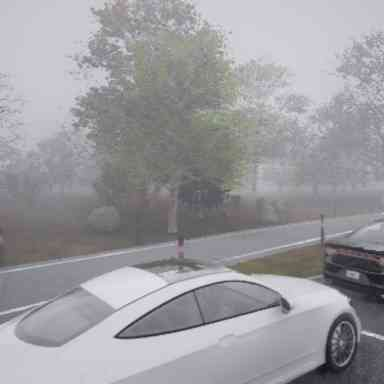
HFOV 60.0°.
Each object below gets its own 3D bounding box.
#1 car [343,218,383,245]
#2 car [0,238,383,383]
[{"bbox_3d":[5.092,1.278,7.350,5.008,1.535,2.097,-2,2,-30],"label":"car"},{"bbox_3d":[0.043,1.518,3.857,4.674,1.452,2.002,-2,-1,-36],"label":"car"}]
